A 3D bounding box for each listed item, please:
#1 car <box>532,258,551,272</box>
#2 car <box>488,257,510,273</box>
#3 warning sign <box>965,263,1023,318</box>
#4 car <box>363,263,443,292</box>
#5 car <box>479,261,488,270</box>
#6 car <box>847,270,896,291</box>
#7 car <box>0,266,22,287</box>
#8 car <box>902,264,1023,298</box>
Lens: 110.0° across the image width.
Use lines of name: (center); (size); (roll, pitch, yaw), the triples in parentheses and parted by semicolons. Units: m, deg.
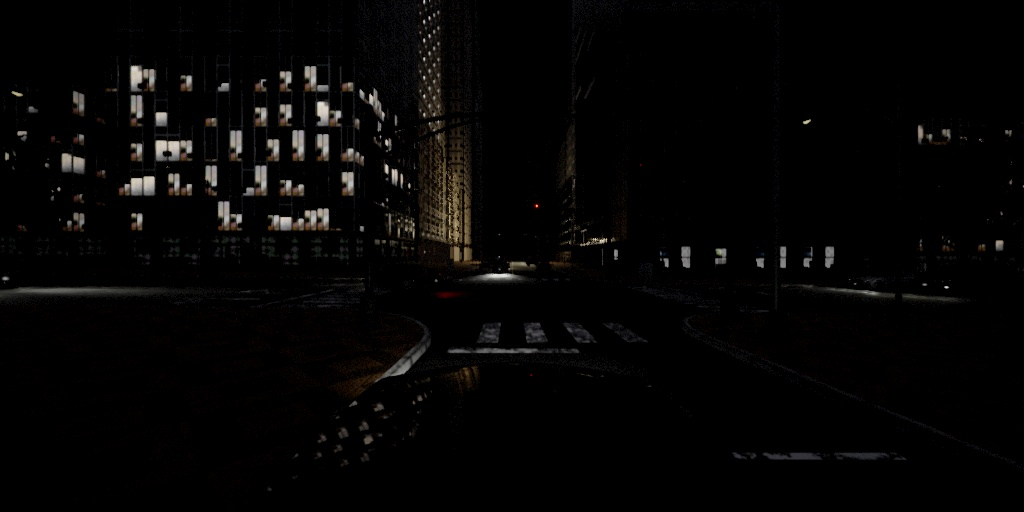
car: (4.082, 1.298, 46.702); (1.948, 1.339, 4.313); (0, 0, 0)
car: (-1.373, 1.228, 42.307); (2.128, 1.511, 4.902); (0, 0, 0)
warning sign: (17.313, 1.196, 12.853); (1.060, 1.860, 1.300); (0, 0, -2)
car: (-6.279, 1.127, 20.438); (5.008, 1.535, 1.882); (1, -2, 28)
car: (-3.852, 1.308, 52.222); (1.802, 1.307, 4.207); (0, 0, 0)
car: (27.109, 1.768, 25.984); (4.674, 1.442, 1.812); (1, 0, -2)
car: (-26.535, 0.768, 16.981); (4.902, 1.511, 2.128); (1, 0, -2)
car: (28.885, 1.499, 22.807); (5.566, 2.045, 2.150); (1, 0, -2)
